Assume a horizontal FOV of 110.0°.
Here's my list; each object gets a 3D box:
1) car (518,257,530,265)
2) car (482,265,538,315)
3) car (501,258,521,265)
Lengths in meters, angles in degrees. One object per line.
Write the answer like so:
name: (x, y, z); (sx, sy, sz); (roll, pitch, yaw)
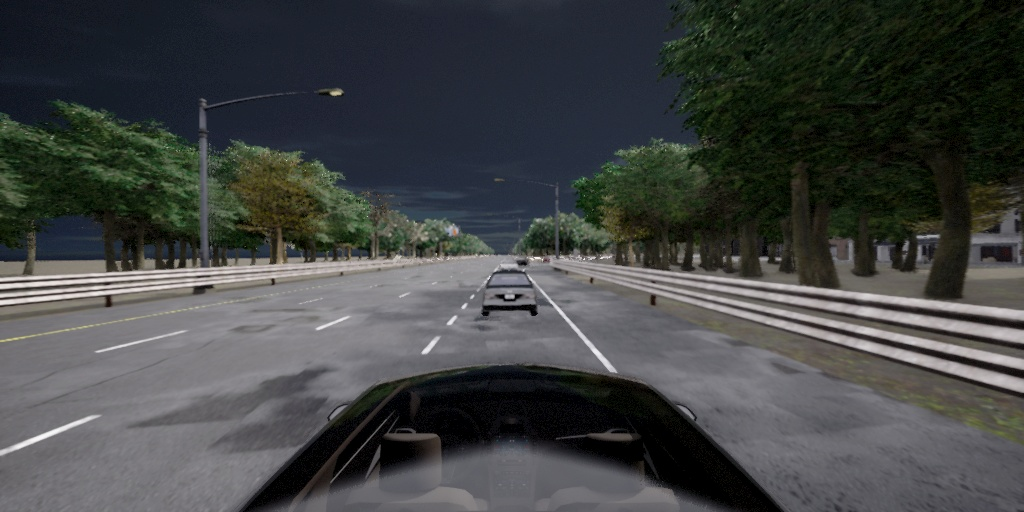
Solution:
car: (1.767, 0.910, 58.954); (1.882, 1.535, 5.008); (-1, 0, 12)
car: (-0.089, 1.237, 13.144); (2.033, 1.411, 5.357); (0, 0, 0)
car: (-0.289, 1.148, 40.195); (1.895, 1.301, 4.718); (0, 0, 1)
